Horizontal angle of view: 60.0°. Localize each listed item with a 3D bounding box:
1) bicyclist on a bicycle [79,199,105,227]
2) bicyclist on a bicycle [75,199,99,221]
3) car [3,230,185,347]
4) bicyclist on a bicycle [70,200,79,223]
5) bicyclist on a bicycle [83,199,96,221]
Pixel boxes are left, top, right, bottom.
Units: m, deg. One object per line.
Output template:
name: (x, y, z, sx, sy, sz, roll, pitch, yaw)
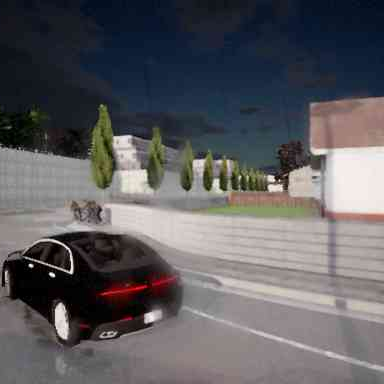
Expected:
bicyclist on a bicycle: (-6.079, 1.352, 20.927, 0.582, 1.620, 1.656, 0, 0, 30)
bicyclist on a bicycle: (-7.928, 1.360, 25.091, 1.656, 1.620, 0.582, 0, 0, -13)
car: (-2.197, 1.521, 6.507, 1.837, 1.490, 4.892, -1, 1, -43)
bicyclist on a bicycle: (-8.359, 1.416, 23.871, 0.582, 1.620, 1.656, -6, -3, -40)
bicyclist on a bicycle: (-8.003, 1.363, 25.936, 0.582, 1.620, 1.656, 0, -1, -33)
